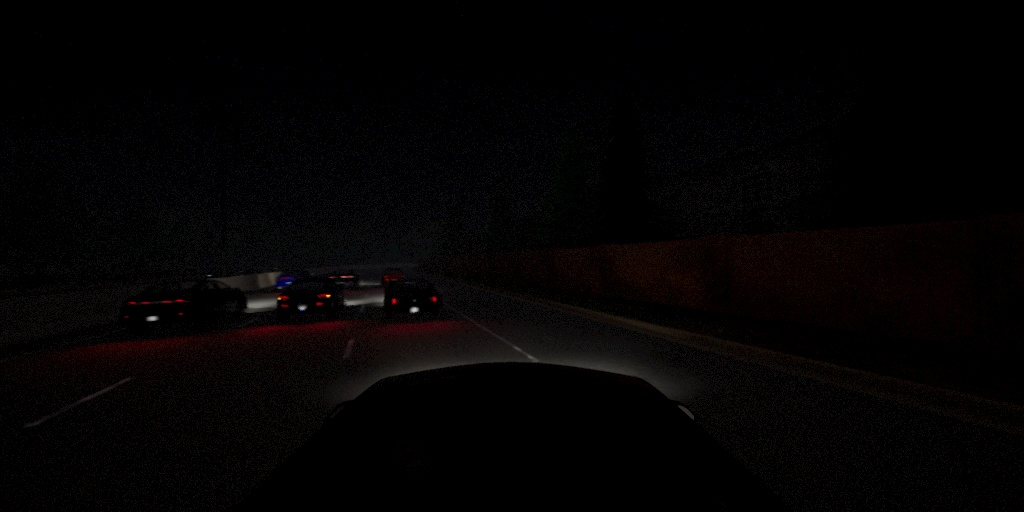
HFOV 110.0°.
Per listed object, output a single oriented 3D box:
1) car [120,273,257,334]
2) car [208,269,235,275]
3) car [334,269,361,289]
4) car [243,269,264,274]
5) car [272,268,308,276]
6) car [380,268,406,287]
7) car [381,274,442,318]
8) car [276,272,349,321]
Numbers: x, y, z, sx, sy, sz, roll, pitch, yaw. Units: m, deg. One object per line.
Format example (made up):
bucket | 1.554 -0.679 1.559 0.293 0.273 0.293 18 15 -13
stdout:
car | -10.783 1.554 12.204 2.128 1.511 4.902 -1 0 -20
car | -39.436 2.474 48.693 1.837 1.490 4.892 -1 0 -20
car | -12.749 1.731 27.478 2.128 1.511 4.902 -1 0 -20
car | -36.209 2.481 50.054 1.994 1.385 4.181 -1 0 -20
car | -16.433 1.791 27.372 1.882 1.535 5.008 -1 0 -20
car | -9.696 1.720 29.334 1.812 1.442 4.674 -1 0 -20
car | -4.016 1.543 14.078 1.895 1.301 4.718 -1 -1 -20
car | -7.723 1.542 14.036 1.812 1.442 4.674 -1 0 -20
